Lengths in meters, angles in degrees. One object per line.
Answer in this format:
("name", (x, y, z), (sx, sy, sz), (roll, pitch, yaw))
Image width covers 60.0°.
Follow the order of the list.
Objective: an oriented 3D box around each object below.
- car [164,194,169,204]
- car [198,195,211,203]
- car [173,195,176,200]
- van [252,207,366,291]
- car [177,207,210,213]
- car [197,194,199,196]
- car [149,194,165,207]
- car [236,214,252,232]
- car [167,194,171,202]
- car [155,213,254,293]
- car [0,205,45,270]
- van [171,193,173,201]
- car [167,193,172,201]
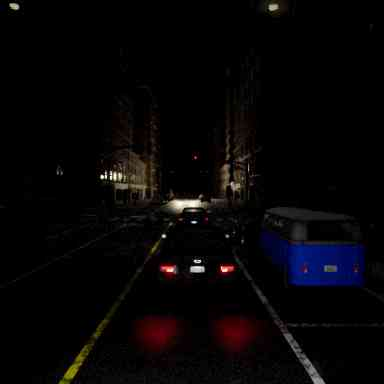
("car", (-5.669, 1.516, 57.797), (2.008, 1.369, 4.403), (0, 0, 0))
("car", (2.855, 1.403, 68.734), (1.967, 1.590, 4.097), (0, 0, 0))
("car", (-5.669, 1.516, 79.600), (2.008, 1.369, 4.403), (0, 0, 0))
("van", (2.855, 1.339, 8.697), (1.690, 1.788, 3.998), (0, 0, 0))
("car", (0.101, 1.557, 19.287), (1.994, 1.385, 4.181), (0, 0, 0))
("car", (2.856, 1.515, 79.632), (2.008, 1.369, 4.403), (0, 0, 0))
("car", (-5.669, 1.493, 52.176), (1.752, 1.417, 4.829), (0, 0, 0))
("car", (2.856, 1.562, 14.358), (1.947, 1.339, 4.313), (0, 0, 0))
("car", (-5.669, 1.509, 63.248), (1.887, 1.381, 4.507), (0, 0, 0))
("car", (0.101, 1.546, 8.968), (2.033, 1.411, 5.357), (0, 0, 0))
("car", (-5.670, 1.313, 8.657), (2.192, 1.841, 5.009), (0, 0, 0))
("van", (-5.670, 1.305, 74.149), (1.690, 1.788, 3.998), (0, 0, 0))
("car", (-5.669, 1.508, 68.699), (1.887, 1.381, 4.507), (0, 0, 0))
